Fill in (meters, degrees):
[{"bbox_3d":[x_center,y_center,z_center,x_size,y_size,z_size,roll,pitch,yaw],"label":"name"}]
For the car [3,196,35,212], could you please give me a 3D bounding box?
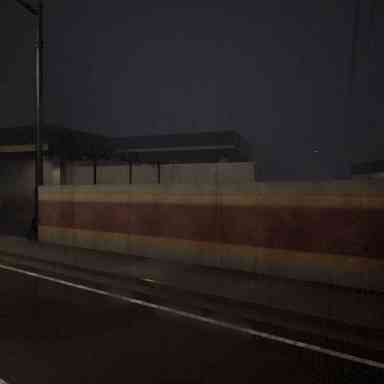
[{"bbox_3d":[-18.622,1.295,37.483,2.242,1.667,4.611,0,0,36],"label":"car"}]
